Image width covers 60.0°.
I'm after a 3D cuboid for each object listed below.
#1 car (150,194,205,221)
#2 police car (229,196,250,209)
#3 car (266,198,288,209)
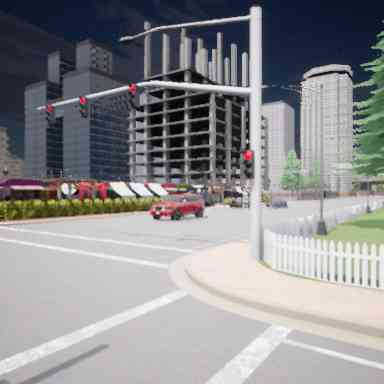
[{"bbox_3d":[-1.055,1.216,27.474,2.150,2.045,5.566,0,0,34],"label":"car"},{"bbox_3d":[6.780,1.417,45.122,1.930,1.638,5.238,0,0,34],"label":"police car"},{"bbox_3d":[11.913,1.518,46.560,1.812,1.442,4.674,0,0,35],"label":"car"}]
